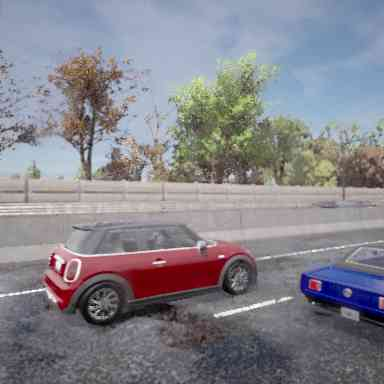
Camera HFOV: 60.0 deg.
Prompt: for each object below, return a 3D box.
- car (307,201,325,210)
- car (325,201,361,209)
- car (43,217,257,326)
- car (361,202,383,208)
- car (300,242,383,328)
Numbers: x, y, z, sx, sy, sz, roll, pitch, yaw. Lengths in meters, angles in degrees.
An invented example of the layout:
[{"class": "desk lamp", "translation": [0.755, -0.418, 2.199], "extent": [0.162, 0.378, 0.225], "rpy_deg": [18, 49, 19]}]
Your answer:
[{"class": "car", "translation": [15.687, 1.811, 39.389], "extent": [4.892, 1.490, 1.837], "rpy_deg": [0, 0, -33]}, {"class": "car", "translation": [17.315, 1.844, 36.274], "extent": [5.357, 1.411, 2.033], "rpy_deg": [1, 0, -33]}, {"class": "car", "translation": [-0.712, 1.388, 7.328], "extent": [4.553, 1.767, 2.097], "rpy_deg": [0, 0, -34]}, {"class": "car", "translation": [19.833, 1.786, 33.740], "extent": [4.902, 1.511, 2.128], "rpy_deg": [1, 0, -33]}, {"class": "car", "translation": [4.354, 1.655, 6.482], "extent": [4.718, 1.301, 1.895], "rpy_deg": [0, 0, -33]}]
